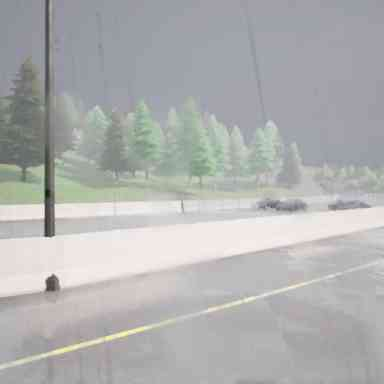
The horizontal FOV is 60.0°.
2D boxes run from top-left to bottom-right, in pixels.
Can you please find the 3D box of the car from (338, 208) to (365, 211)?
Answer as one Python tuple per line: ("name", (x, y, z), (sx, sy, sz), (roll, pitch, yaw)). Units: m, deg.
("car", (14.603, 1.470, 29.963), (4.181, 1.385, 1.994), (0, 0, -44))
